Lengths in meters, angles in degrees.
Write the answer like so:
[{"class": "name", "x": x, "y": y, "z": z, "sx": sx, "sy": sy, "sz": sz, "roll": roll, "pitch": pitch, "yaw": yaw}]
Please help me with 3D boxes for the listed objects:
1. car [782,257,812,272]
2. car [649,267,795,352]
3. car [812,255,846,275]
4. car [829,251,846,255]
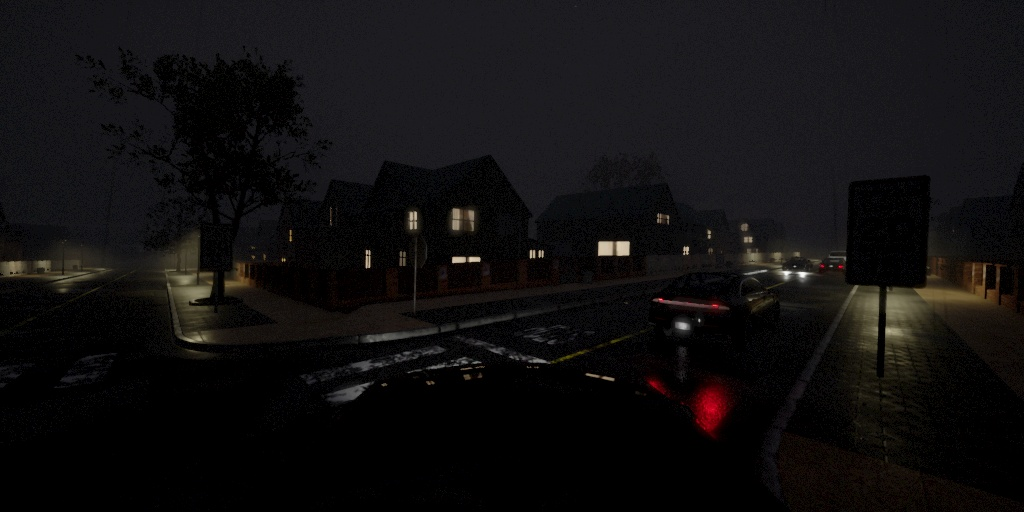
[{"class": "car", "x": 28.259, "y": 0.792, "z": 35.412, "sx": 4.181, "sy": 1.385, "sz": 1.994, "roll": -1, "pitch": 2, "yaw": -45}, {"class": "car", "x": 5.095, "y": 1.142, "z": 8.759, "sx": 4.902, "sy": 1.511, "sz": 2.128, "roll": -1, "pitch": 2, "yaw": -45}, {"class": "car", "x": 28.348, "y": 0.874, "z": 31.551, "sx": 5.357, "sy": 1.411, "sz": 2.033, "roll": -1, "pitch": 2, "yaw": -44}, {"class": "car", "x": 35.854, "y": 0.439, "z": 38.966, "sx": 5.566, "sy": 2.045, "sz": 2.150, "roll": -1, "pitch": 2, "yaw": -44}]
